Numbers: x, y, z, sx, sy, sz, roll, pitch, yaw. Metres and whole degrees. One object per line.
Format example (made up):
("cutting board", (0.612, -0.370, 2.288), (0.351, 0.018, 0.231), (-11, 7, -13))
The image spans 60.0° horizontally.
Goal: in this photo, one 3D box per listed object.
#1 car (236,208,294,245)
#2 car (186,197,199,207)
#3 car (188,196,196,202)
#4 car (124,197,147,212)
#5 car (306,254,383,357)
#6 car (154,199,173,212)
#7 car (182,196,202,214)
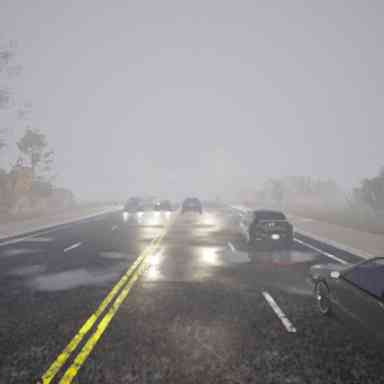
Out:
("car", (3.247, 1.500, 15.375), (1.837, 1.490, 4.892), (0, 0, 0))
("car", (0.088, 1.512, 52.224), (2.033, 1.411, 5.357), (0, 0, 0))
("car", (-0.016, 1.539, 73.758), (1.895, 1.301, 4.718), (0, 0, 0))
("car", (-6.519, 1.328, 38.720), (2.097, 1.767, 4.553), (0, 0, 0))
("car", (3.249, 1.547, 4.374), (2.033, 1.411, 5.357), (0, 0, 0))
("car", (-3.270, 1.543, 38.660), (1.994, 1.385, 4.181), (0, 0, 0))
("car", (-0.009, 1.333, 35.685), (2.097, 1.767, 4.553), (0, 0, 0))
